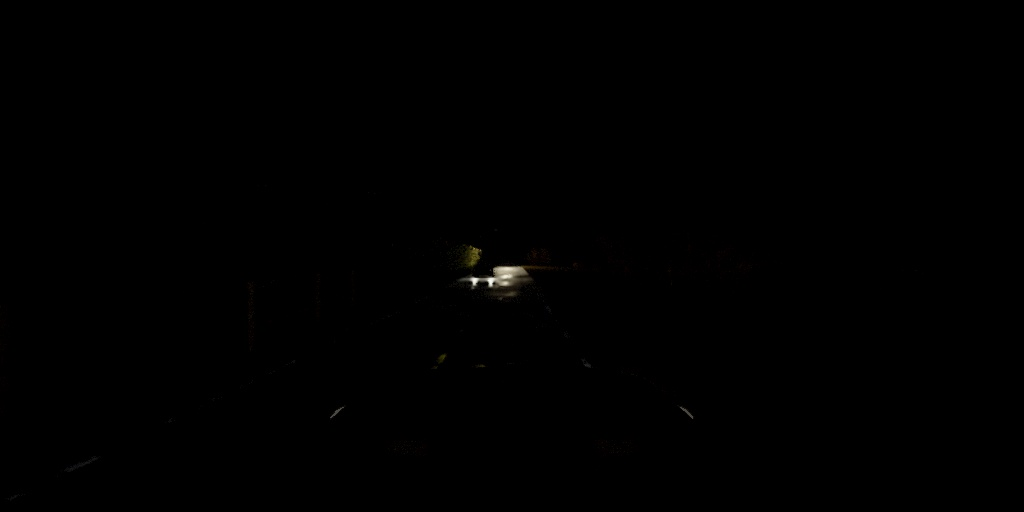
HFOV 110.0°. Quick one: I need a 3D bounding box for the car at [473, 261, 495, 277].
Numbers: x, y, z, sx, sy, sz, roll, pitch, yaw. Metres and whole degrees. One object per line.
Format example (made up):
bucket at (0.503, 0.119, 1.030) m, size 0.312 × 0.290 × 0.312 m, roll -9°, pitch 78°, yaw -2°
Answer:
car at (-2.769, 1.276, 35.875) m, size 1.882 × 1.535 × 5.008 m, roll 0°, pitch 0°, yaw 1°
